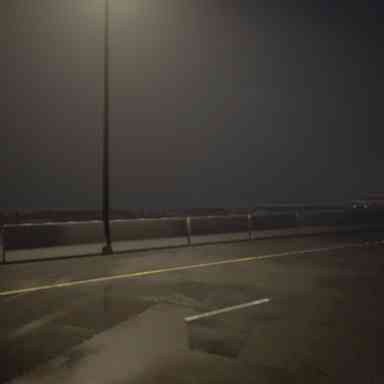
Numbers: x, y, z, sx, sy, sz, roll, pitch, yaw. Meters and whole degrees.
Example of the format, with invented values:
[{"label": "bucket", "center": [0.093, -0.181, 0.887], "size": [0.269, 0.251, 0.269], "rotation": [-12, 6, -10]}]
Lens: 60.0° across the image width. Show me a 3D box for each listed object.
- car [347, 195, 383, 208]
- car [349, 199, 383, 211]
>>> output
[{"label": "car", "center": [22.753, 1.403, 43.015], "size": [5.566, 2.045, 2.150], "rotation": [0, 0, -20]}, {"label": "car", "center": [21.122, 1.768, 38.641], "size": [4.718, 1.301, 1.895], "rotation": [0, 0, -21]}]
